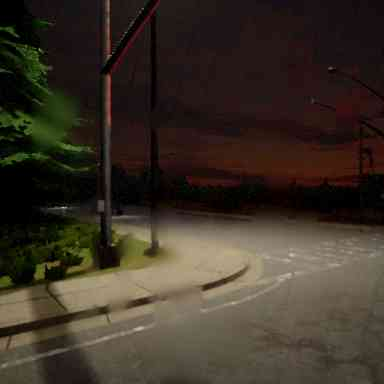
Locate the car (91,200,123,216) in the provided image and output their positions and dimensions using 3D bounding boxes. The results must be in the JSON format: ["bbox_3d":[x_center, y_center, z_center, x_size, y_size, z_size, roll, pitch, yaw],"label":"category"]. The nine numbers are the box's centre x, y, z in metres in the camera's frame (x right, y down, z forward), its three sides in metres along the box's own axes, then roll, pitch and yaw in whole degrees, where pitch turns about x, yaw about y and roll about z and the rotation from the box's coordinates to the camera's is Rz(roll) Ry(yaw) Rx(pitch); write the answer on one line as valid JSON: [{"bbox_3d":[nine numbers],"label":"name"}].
[{"bbox_3d":[-8.103,1.472,31.333,1.812,1.442,4.674,0,0,-35],"label":"car"}]
